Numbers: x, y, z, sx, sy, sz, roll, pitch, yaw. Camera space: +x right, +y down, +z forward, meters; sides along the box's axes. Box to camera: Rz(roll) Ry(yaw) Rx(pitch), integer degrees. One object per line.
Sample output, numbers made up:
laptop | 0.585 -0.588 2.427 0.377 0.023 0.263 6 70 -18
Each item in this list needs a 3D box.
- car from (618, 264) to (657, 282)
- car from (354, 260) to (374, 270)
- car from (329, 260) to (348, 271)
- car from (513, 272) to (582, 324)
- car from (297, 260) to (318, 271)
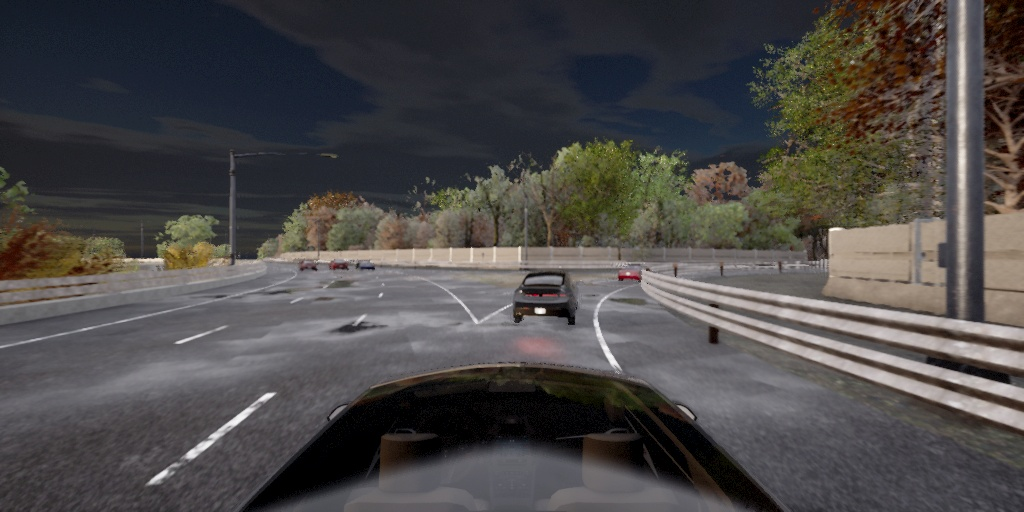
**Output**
car | 10.283 1.332 29.136 1.994 1.385 4.181 0 0 42
car | -21.256 1.311 51.574 1.994 1.385 4.181 0 0 -35
car | -23.930 1.224 49.336 1.882 1.535 5.008 0 0 -35
car | 1.289 1.259 12.156 1.837 1.490 4.892 -1 0 12
car | -27.792 1.269 48.720 1.812 1.442 4.674 0 0 -36
